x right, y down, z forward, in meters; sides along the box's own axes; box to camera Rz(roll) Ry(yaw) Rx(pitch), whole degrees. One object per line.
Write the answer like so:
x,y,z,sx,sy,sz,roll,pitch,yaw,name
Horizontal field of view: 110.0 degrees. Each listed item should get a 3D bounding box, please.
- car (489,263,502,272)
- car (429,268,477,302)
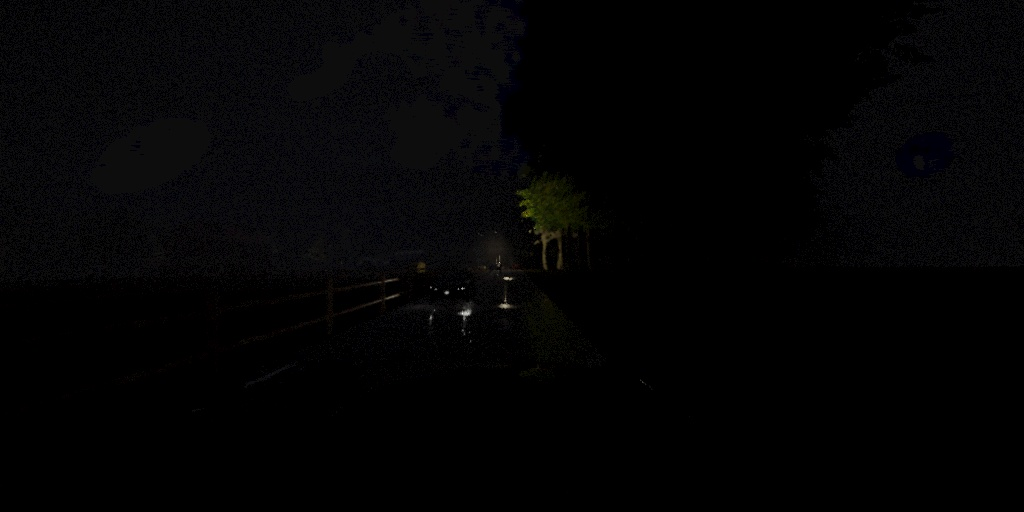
-2.755,1.881,59.822,2.128,1.511,4.902,0,-1,1,car
-2.842,1.379,18.045,1.837,1.490,4.892,0,-1,0,car
